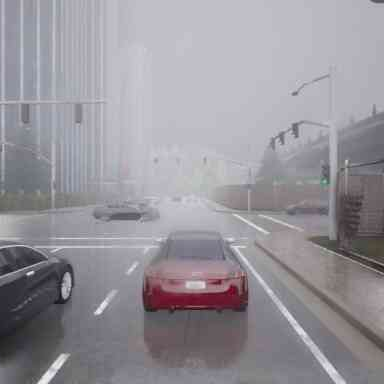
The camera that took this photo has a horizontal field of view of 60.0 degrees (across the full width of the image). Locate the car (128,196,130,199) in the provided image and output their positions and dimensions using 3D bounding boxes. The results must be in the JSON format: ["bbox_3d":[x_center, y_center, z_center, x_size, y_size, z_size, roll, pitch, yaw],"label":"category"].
[{"bbox_3d":[-10.597,1.505,54.626,1.837,1.490,4.892,0,0,0],"label":"car"}]

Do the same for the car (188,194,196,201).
[{"bbox_3d":[-0.021,1.361,84.723,1.837,1.490,4.892,0,0,0],"label":"car"}]

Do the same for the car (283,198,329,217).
[{"bbox_3d":[11.140,1.407,31.833,4.553,1.767,2.097,0,0,0],"label":"car"}]

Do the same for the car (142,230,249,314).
[{"bbox_3d":[0.070,1.564,7.708,1.994,1.385,4.181,0,0,0],"label":"car"}]

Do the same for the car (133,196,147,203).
[{"bbox_3d":[-10.523,1.548,67.846,2.033,1.411,5.357,0,0,0],"label":"car"}]

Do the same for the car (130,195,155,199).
[{"bbox_3d":[-7.100,1.547,48.008,2.033,1.411,5.357,0,0,0],"label":"car"}]

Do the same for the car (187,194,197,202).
[{"bbox_3d":[-0.018,1.519,74.614,1.812,1.442,4.674,0,0,0],"label":"car"}]

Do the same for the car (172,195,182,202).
[{"bbox_3d":[-3.518,1.495,74.298,1.837,1.490,4.892,0,0,0],"label":"car"}]

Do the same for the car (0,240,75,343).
[{"bbox_3d":[-3.443,1.505,5.251,1.837,1.490,4.892,0,0,0],"label":"car"}]

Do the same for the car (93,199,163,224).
[{"bbox_3d":[-4.811,1.518,24.594,4.902,1.511,2.128,0,0,0],"label":"car"}]

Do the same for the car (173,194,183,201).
[{"bbox_3d":[-3.521,1.386,84.722,2.128,1.511,4.902,0,0,0],"label":"car"}]

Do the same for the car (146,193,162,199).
[{"bbox_3d":[-7.089,1.221,58.197,2.150,2.045,5.566,0,0,1],"label":"car"}]

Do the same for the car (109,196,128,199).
[{"bbox_3d":[-10.603,1.492,45.382,2.128,1.511,4.902,0,0,0],"label":"car"}]
